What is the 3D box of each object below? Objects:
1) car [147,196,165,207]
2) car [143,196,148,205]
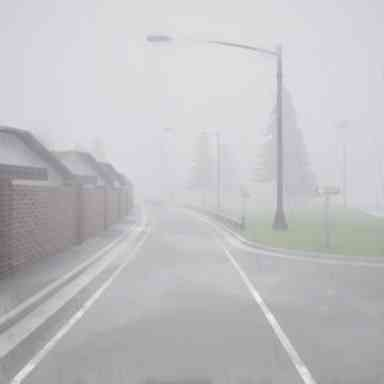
[{"bbox_3d":[-5.559,1.614,53.557,1.882,1.535,5.008,0,0,-14],"label":"car"},{"bbox_3d":[-7.975,1.516,63.359,2.097,1.767,4.553,0,0,-16],"label":"car"}]
